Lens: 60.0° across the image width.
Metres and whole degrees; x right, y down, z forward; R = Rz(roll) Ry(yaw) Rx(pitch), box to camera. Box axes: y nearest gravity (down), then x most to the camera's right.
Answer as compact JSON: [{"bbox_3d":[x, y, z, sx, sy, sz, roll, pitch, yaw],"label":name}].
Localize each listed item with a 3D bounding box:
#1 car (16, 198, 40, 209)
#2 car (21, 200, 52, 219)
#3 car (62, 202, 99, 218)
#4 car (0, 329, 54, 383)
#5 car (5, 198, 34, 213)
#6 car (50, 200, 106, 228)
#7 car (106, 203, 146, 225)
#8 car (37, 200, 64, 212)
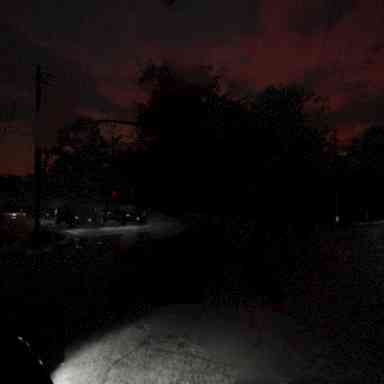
[{"bbox_3d":[-24.255,1.625,49.097,2.033,1.411,5.357,1,0,-38],"label":"car"},{"bbox_3d":[-13.824,1.657,30.409,1.895,1.301,4.718,1,0,-39],"label":"car"},{"bbox_3d":[-10.972,1.687,32.447,1.895,1.301,4.718,1,0,-39],"label":"car"},{"bbox_3d":[-2.953,1.552,1.852,4.181,1.385,1.994,1,0,-39],"label":"car"},{"bbox_3d":[-20.328,1.599,38.526,2.033,1.411,5.357,1,0,-39],"label":"car"},{"bbox_3d":[-8.068,1.565,23.234,1.837,1.490,4.892,1,0,-39],"label":"car"},{"bbox_3d":[-5.273,1.616,25.344,1.812,1.442,4.674,1,0,-39],"label":"car"},{"bbox_3d":[-17.123,1.646,40.125,1.994,1.385,4.181,1,0,-39],"label":"car"}]
